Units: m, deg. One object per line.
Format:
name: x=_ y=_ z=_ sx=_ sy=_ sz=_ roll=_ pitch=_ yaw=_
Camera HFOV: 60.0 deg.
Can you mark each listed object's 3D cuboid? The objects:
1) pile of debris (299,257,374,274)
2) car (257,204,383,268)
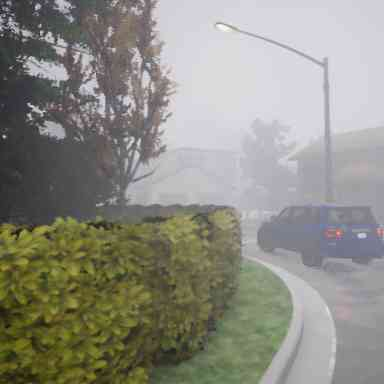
pile of debris: x=4.642 y=2.381 z=10.904 sx=1.500 sy=0.140 sz=1.860 roll=-1 pitch=-1 yaw=-8
car: x=4.440 y=1.471 z=12.500 sx=2.150 sy=2.045 sz=5.566 roll=0 pitch=-2 yaw=-13
